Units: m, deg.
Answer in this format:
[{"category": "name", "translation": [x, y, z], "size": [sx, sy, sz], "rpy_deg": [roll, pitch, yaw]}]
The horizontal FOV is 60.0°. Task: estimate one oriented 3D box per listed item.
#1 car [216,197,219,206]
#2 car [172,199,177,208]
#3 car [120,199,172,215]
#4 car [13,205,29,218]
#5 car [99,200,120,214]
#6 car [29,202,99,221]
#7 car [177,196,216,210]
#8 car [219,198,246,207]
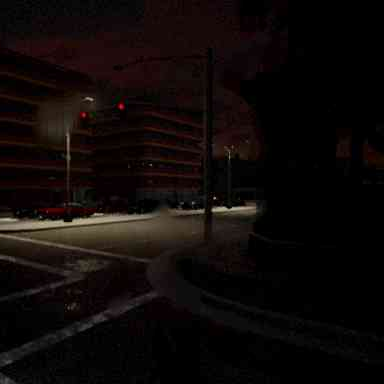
[{"category": "car", "translation": [2.662, 1.466, 50.501], "size": [2.128, 1.511, 4.902], "rpy_deg": [0, 0, 36]}, {"category": "car", "translation": [-3.235, 1.539, 42.394], "size": [1.994, 1.385, 4.181], "rpy_deg": [0, 0, 36]}, {"category": "car", "translation": [-4.671, 1.454, 34.472], "size": [1.882, 1.535, 5.008], "rpy_deg": [0, 0, 36]}, {"category": "car", "translation": [-13.089, 1.539, 28.826], "size": [1.994, 1.385, 4.181], "rpy_deg": [0, 0, 36]}, {"category": "car", "translation": [-8.139, 1.537, 35.624], "size": [1.994, 1.385, 4.181], "rpy_deg": [0, 0, 37]}, {"category": "car", "translation": [-10.204, 1.579, 26.871], "size": [1.895, 1.301, 4.718], "rpy_deg": [0, 0, 33]}, {"category": "car", "translation": [0.652, 1.330, 41.800], "size": [2.097, 1.767, 4.553], "rpy_deg": [0, 0, 36]}, {"category": "car", "translation": [6.346, 1.542, 49.611], "size": [1.994, 1.385, 4.181], "rpy_deg": [0, 0, 36]}]
